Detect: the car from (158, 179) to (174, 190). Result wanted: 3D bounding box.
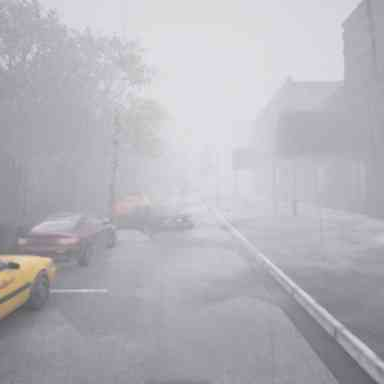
[{"bbox_3d":[-4.427,-0.698,51.871,2.185,1.767,4.553,0,4,1],"label":"car"}]

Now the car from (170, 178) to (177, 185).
[{"bbox_3d":[-4.592,-1.368,63.018,2.231,1.521,4.892,0,4,1],"label":"car"}]

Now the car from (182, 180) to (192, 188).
[{"bbox_3d":[-1.004,-1.661,67.403,1.837,1.490,4.892,0,4,-1],"label":"car"}]

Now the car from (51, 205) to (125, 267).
[{"bbox_3d":[-3.812,1.386,10.774,2.002,1.452,4.674,0,1,1],"label":"car"}]

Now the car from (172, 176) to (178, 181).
[{"bbox_3d":[-4.753,-2.186,74.321,1.946,1.575,5.366,0,4,1],"label":"car"}]

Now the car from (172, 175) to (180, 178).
[{"bbox_3d":[-4.923,-2.948,85.280,2.163,1.488,4.792,0,4,1],"label":"car"}]

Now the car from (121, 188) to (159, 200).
[{"bbox_3d":[-3.986,0.864,24.025,2.185,1.767,4.553,2,2,1],"label":"car"}]

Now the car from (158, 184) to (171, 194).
[{"bbox_3d":[-4.241,0.178,40.769,2.231,1.521,4.892,1,4,1],"label":"car"}]

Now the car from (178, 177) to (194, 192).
[{"bbox_3d":[-0.849,-1.192,56.959,2.150,2.045,5.566,0,4,-1],"label":"car"}]

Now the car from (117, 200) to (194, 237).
[{"bbox_3d":[-2.239,1.316,16.552,2.033,1.411,5.357,-2,1,-42],"label":"car"}]

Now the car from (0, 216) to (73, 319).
[{"bbox_3d":[-3.713,1.424,4.638,1.946,1.575,5.366,0,1,1],"label":"car"}]

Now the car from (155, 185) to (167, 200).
[{"bbox_3d":[-4.153,0.486,35.039,1.946,1.575,5.366,1,3,1],"label":"car"}]
